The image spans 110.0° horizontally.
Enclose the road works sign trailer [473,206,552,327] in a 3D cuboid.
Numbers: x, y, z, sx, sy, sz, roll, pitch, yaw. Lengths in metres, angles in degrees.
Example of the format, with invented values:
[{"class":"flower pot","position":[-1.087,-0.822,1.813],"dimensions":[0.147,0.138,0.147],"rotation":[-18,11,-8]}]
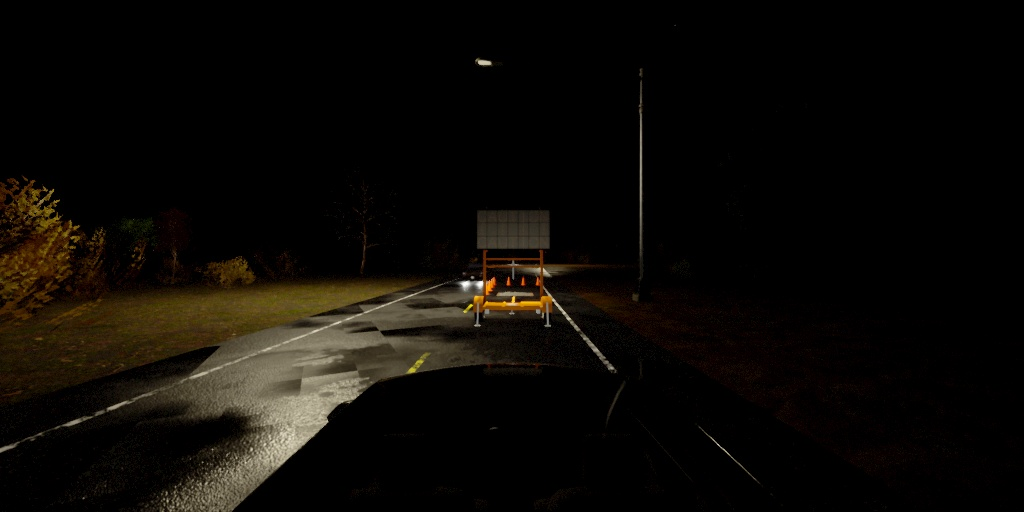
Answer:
[{"class":"road works sign trailer","position":[0.042,0.213,11.569],"dimensions":[2.380,3.560,2.880],"rotation":[0,0,1]}]

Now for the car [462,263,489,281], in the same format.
[{"class":"car","position":[-2.988,1.292,30.571],"dimensions":[2.033,1.411,5.357],"rotation":[0,0,2]}]
